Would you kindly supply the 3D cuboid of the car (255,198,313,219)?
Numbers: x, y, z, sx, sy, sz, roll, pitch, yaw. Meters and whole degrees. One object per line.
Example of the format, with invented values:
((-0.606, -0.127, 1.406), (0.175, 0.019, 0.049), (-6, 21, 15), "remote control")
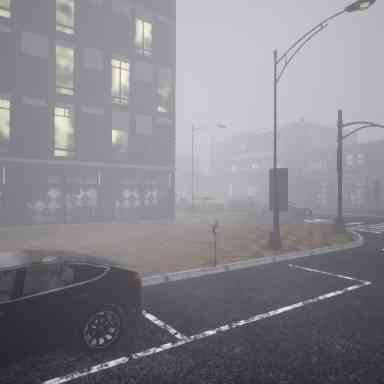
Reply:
((7.510, 1.356, 26.694), (1.994, 1.385, 4.181), (0, 1, -36), "car")

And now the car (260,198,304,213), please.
((9.182, 1.340, 34.195), (1.802, 1.307, 4.206), (1, 0, -36), "car")

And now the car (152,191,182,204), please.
((-3.977, 0.793, 52.052), (2.192, 1.841, 5.009), (1, 0, -36), "car")

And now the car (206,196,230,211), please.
((1.357, 1.142, 35.035), (1.882, 1.535, 5.008), (0, 1, -36), "car")

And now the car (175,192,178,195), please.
((-0.691, 1.101, 47.589), (2.008, 1.369, 4.403), (1, 0, -36), "car")

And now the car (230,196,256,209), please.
((5.892, 1.130, 38.661), (1.967, 1.590, 4.097), (1, 0, -36), "car")

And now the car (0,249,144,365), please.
((-2.756, 1.566, 4.588), (4.313, 1.339, 1.947), (0, 0, -36), "car")

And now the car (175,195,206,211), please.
((-0.855, 1.230, 33.688), (1.802, 1.307, 4.206), (1, 0, -36), "car")
